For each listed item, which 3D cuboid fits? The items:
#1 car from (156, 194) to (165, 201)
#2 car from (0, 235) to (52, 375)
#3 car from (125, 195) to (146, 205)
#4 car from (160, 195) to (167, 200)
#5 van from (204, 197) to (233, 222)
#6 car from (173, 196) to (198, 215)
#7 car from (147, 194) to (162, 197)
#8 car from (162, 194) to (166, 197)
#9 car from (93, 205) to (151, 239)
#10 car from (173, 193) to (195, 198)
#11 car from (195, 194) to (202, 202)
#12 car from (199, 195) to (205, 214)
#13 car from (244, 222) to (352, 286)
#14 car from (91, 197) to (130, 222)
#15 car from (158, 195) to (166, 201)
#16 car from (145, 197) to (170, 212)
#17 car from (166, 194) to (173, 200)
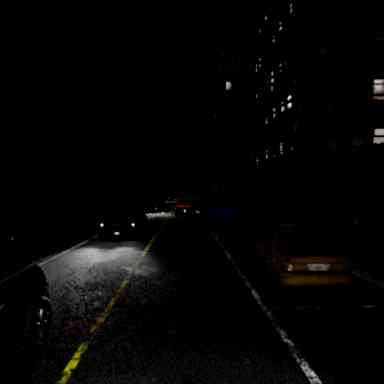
[{"bbox_3d":[-7.623,1.358,80.676,1.967,1.590,4.097,0,0,-1],"label":"car"},{"bbox_3d":[-3.134,1.367,3.134,2.097,1.767,4.553,0,0,-1],"label":"car"},{"bbox_3d":[-6.537,1.290,36.380,2.192,1.841,5.009,0,0,-1],"label":"car"},{"bbox_3d":[-7.891,1.433,91.580,1.752,1.417,4.829,0,0,-1],"label":"car"},{"bbox_3d":[2.113,1.277,25.514,1.690,1.788,3.998,0,0,-1],"label":"van"},{"bbox_3d":[-0.697,1.448,32.448,1.837,1.490,4.892,0,0,-1],"label":"car"},{"bbox_3d":[-7.080,1.258,58.528,2.192,1.841,5.009,0,0,-1],"label":"car"},{"bbox_3d":[-7.487,1.489,75.140,1.947,1.339,4.313,0,0,-1],"label":"car"},{"bbox_3d":[-3.483,1.589,17.482,1.895,1.301,4.718,0,0,-1],"label":"car"},{"bbox_3d":[-1.033,1.147,45.359,2.150,2.045,5.566,0,0,-1],"label":"car"},{"bbox_3d":[1.435,1.227,65.609,2.097,1.767,4.553,0,0,-1],"label":"car"},{"bbox_3d":[1.977,1.367,31.052,1.967,1.590,4.097,0,0,-1],"label":"car"},{"bbox_3d":[2.516,1.490,9.073,1.752,1.417,4.829,0,0,-1],"label":"car"},{"bbox_3d":[-6.264,1.433,25.306,1.967,1.590,4.097,0,0,-1],"label":"car"},{"bbox_3d":[-7.759,1.494,86.214,1.802,1.307,4.206,0,0,-1],"label":"car"},{"bbox_3d":[-3.856,1.549,36.710,1.994,1.385,4.181,0,0,-1],"label":"car"},{"bbox_3d":[-4.836,1.314,76.573,1.837,1.490,4.892,0,0,-1],"label":"car"}]
